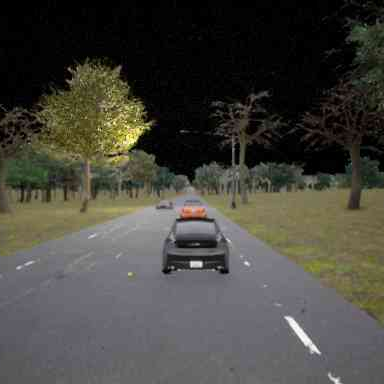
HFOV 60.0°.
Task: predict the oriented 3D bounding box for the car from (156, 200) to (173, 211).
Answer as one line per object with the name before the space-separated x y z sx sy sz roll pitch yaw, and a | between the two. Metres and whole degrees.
car | -3.549 1.698 43.366 1.994 1.385 4.181 0 0 0

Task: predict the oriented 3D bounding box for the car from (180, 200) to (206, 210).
car | 0.109 1.477 27.484 2.097 1.767 4.553 0 0 0

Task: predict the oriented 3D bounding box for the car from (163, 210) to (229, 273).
car | 0.104 1.565 10.826 1.837 1.490 4.892 0 0 0
